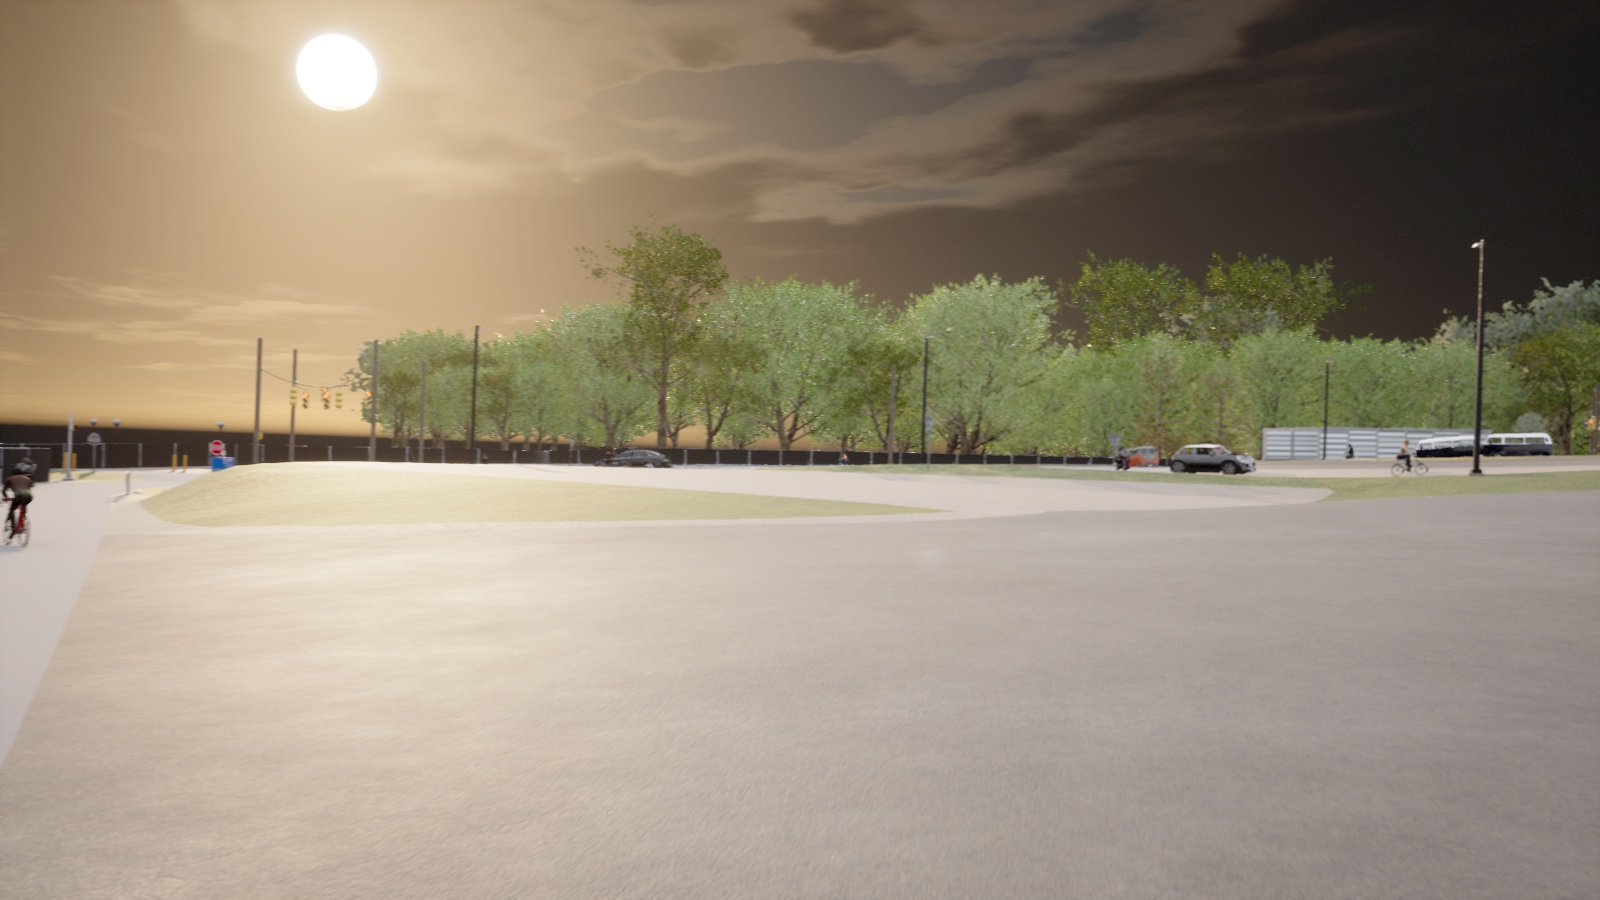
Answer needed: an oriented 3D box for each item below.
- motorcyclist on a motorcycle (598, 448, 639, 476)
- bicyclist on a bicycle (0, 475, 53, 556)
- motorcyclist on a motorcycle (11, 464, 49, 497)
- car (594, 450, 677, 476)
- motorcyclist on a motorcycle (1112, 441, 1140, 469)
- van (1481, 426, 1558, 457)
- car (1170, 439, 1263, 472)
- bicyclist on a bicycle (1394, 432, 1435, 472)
[{"bbox_3d":[-10.896,0.739,75.355,2.350,1.649,0.766,-1,-1,18],"label":"motorcyclist on a motorcycle"},{"bbox_3d":[-16.097,1.333,25.999,1.656,1.620,0.582,-1,-3,44],"label":"bicyclist on a bicycle"},{"bbox_3d":[-37.333,1.474,60.890,0.866,1.530,2.191,2,-1,-12],"label":"motorcyclist on a motorcycle"},{"bbox_3d":[-10.528,0.833,80.450,4.892,1.490,1.837,-1,0,14],"label":"car"},{"bbox_3d":[18.214,0.279,70.204,0.866,1.530,2.191,-1,0,-1],"label":"motorcyclist on a motorcycle"},{"bbox_3d":[49.053,-0.550,85.703,4.480,2.038,2.069,0,-1,29],"label":"van"},{"bbox_3d":[20.263,0.263,61.145,3.806,1.475,1.970,0,3,40],"label":"car"},{"bbox_3d":[27.339,0.085,55.894,1.509,1.612,0.866,-3,3,23],"label":"bicyclist on a bicycle"}]
